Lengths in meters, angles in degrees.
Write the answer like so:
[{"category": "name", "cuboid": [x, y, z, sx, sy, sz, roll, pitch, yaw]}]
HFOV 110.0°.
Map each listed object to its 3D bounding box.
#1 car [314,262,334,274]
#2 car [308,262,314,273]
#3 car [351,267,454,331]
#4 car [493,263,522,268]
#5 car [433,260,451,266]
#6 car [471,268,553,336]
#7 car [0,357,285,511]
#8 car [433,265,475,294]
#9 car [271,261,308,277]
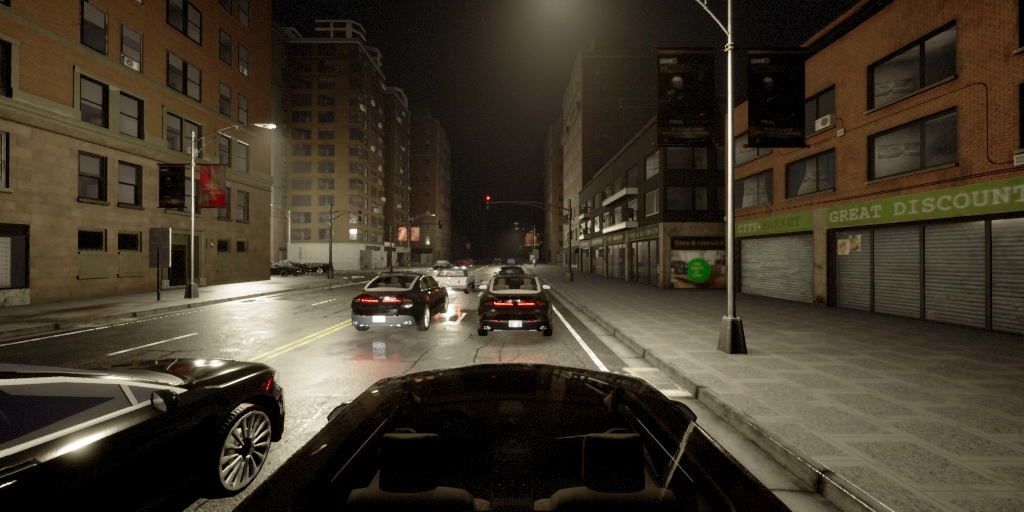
[{"category": "car", "cuboid": [-22.230, 1.347, 40.036, 4.313, 1.339, 1.948, 0, 0, 0]}, {"category": "car", "cuboid": [-24.004, 1.259, 37.438, 4.902, 1.511, 2.128, 0, 0, 1]}, {"category": "car", "cuboid": [-3.171, 1.256, 10.962, 1.837, 1.490, 4.892, 0, 0, 0]}, {"category": "car", "cuboid": [-0.036, 1.278, 19.628, 1.812, 1.442, 4.674, 0, 0, 0]}, {"category": "car", "cuboid": [-9.954, 1.316, 51.479, 2.033, 1.411, 5.357, 0, 0, 0]}, {"category": "car", "cuboid": [0.081, 1.256, 10.372, 1.837, 1.490, 4.892, 0, 0, 0]}, {"category": "car", "cuboid": [-3.153, 1.242, 1.574, 2.128, 1.511, 4.902, 0, 0, 0]}, {"category": "car", "cuboid": [-3.190, 1.354, 20.275, 1.895, 1.301, 4.718, 0, 0, 0]}, {"category": "car", "cuboid": [-22.612, 1.316, 34.555, 4.181, 1.385, 1.994, 0, 0, 0]}]
